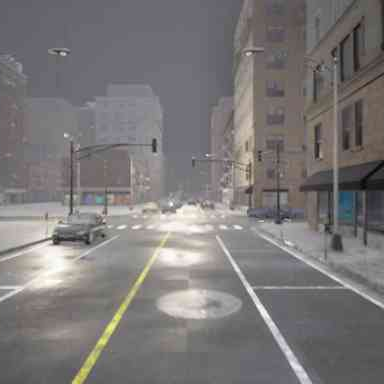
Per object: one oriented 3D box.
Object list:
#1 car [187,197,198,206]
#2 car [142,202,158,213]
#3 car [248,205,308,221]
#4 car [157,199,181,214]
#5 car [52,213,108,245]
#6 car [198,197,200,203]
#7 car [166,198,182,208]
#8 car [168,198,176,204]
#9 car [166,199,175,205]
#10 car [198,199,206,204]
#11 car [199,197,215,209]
[{"bbox_3d":[0.014,2.364,73.103,1.895,1.301,4.718,0,-1,0],"label":"car"},{"bbox_3d":[-5.379,1.978,43.121,1.752,1.417,4.829,0,-1,0],"label":"car"},{"bbox_3d":[7.961,1.917,31.067,5.357,1.411,2.033,0,-1,0],"label":"car"},{"bbox_3d":[-2.826,1.988,41.947,2.033,1.411,5.357,0,-1,-1],"label":"car"},{"bbox_3d":[-5.385,1.724,16.447,2.008,1.369,4.403,0,-1,0],"label":"car"},{"bbox_3d":[2.649,1.948,60.276,2.192,1.841,5.009,0,-1,0],"label":"car"},{"bbox_3d":[-2.822,2.079,52.680,1.812,1.442,4.674,0,-1,0],"label":"car"},{"bbox_3d":[-5.370,2.456,88.414,1.752,1.417,4.829,0,-1,0],"label":"car"},{"bbox_3d":[-5.371,2.455,82.922,1.802,1.307,4.206,0,-1,0],"label":"car"},{"bbox_3d":[2.655,2.483,88.582,2.008,1.369,4.403,0,-1,0],"label":"car"},{"bbox_3d":[2.648,2.013,54.613,1.967,1.590,4.097,0,-1,0],"label":"car"}]
